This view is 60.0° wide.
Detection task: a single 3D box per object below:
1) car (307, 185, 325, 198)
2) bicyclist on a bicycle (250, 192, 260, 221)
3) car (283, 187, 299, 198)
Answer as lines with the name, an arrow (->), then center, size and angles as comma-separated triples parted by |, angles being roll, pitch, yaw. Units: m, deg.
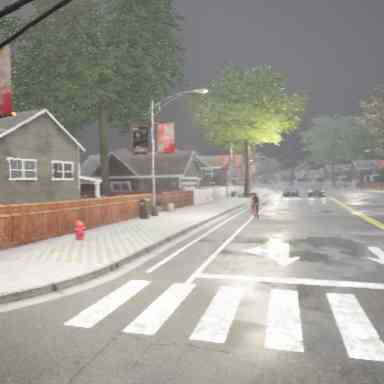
car -> 16.805, -0.204, 45.145 | 2.097, 1.767, 4.553 | 0, 2, 18
bicyclist on a bicycle -> 3.678, 0.844, 19.370 | 0.582, 1.620, 1.656 | -1, 2, 15
car -> 13.695, 0.036, 46.082 | 1.994, 1.385, 4.181 | 0, 2, 18
